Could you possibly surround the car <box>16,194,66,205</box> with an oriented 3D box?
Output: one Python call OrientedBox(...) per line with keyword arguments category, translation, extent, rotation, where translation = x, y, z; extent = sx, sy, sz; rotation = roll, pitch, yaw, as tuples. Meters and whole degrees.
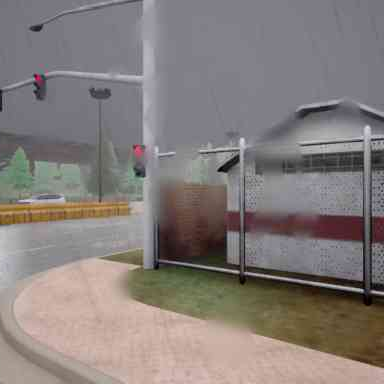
OrientedBox(category="car", translation=(-17.112, 1.221, 37.987), extent=(2.150, 2.045, 5.566), rotation=(0, 0, 34))
